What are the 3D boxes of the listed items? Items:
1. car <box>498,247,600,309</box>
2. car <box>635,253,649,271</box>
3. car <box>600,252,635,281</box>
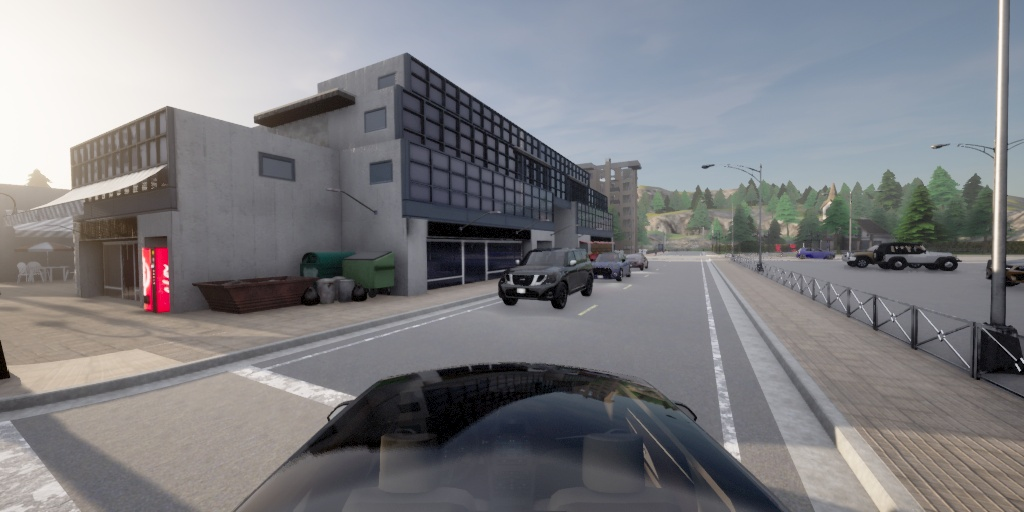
[{"bbox_3d":[1.567,0.693,13.935,2.150,2.045,5.566,0,1,28],"label":"car"},{"bbox_3d":[10.871,0.462,31.716,1.812,1.442,4.674,0,2,28],"label":"car"},{"bbox_3d":[6.125,0.561,22.651,2.097,1.767,4.553,0,2,28],"label":"car"}]
